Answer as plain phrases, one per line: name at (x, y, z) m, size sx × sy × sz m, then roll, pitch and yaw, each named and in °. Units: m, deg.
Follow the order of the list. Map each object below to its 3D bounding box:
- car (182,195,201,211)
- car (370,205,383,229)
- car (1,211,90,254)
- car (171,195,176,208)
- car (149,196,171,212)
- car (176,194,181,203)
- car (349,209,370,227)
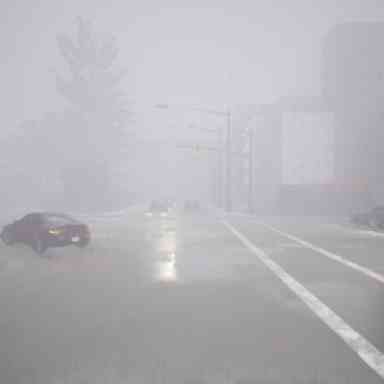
car at (-0.038, 1.456, 40.178) m, size 1.812 × 1.442 × 4.674 m, roll 0°, pitch 0°, yaw 0°
car at (12.829, 1.650, 18.748) m, size 4.181 × 1.385 × 1.994 m, roll 0°, pitch 0°, yaw 0°
car at (-5.903, 1.502, 13.354) m, size 4.674 × 1.442 × 1.812 m, roll 0°, pitch 0°, yaw 40°
car at (-3.725, 1.392, 47.338) m, size 1.882 × 1.535 × 5.008 m, roll 0°, pitch 0°, yaw 0°
car at (-3.704, 1.457, 37.572) m, size 1.812 × 1.442 × 4.674 m, roll 0°, pitch 0°, yaw 0°
car at (-3.718, 1.451, 63.121) m, size 1.994 × 1.385 × 4.181 m, roll 0°, pitch 0°, yaw 0°
car at (13.097, 1.587, 22.253) m, size 4.892 × 1.490 × 1.837 m, roll 1°, pitch 0°, yaw -1°
